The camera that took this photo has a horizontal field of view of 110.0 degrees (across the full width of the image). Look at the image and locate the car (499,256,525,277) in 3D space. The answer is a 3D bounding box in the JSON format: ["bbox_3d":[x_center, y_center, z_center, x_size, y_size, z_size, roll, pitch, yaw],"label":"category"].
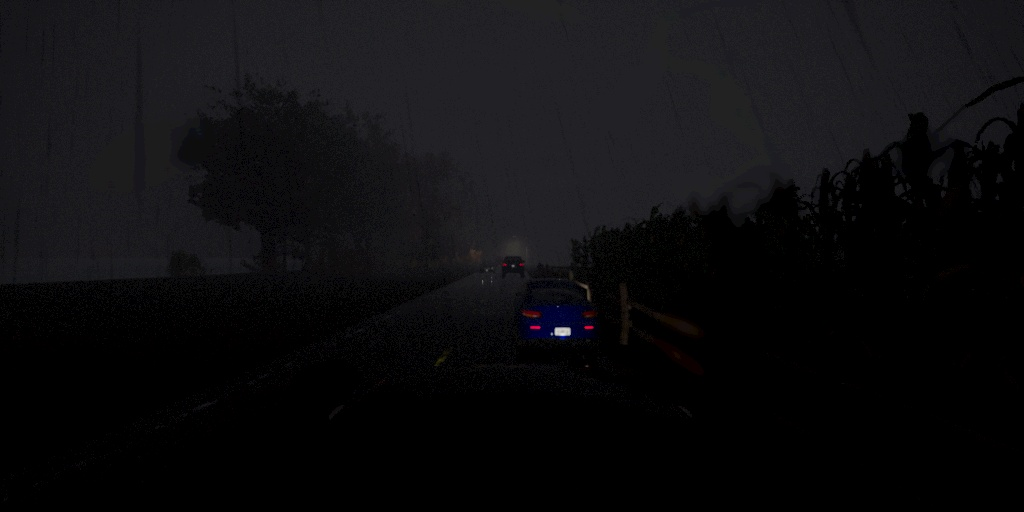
[{"bbox_3d":[0.122,1.052,36.254,2.150,2.045,5.566,0,-1,0],"label":"car"}]

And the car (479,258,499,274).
[{"bbox_3d":[-2.782,1.342,42.238,2.128,1.511,4.902,0,0,0],"label":"car"}]

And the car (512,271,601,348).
[{"bbox_3d":[0.978,1.293,9.190,1.812,1.442,4.674,0,0,0],"label":"car"}]
